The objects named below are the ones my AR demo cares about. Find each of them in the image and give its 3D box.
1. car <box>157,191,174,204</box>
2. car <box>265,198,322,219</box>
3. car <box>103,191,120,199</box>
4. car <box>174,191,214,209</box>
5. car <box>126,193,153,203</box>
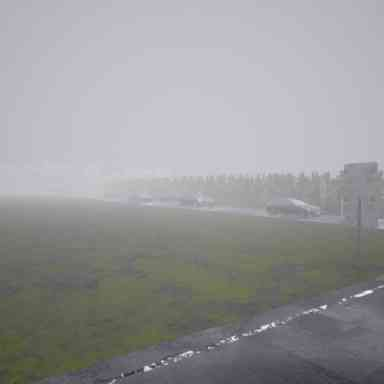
[{"bbox_3d":[-3.045,0.690,46.215,2.097,1.767,4.553,1,1,-36],"label":"car"},{"bbox_3d":[7.821,1.238,26.060,1.812,1.442,4.674,1,1,-36],"label":"car"},{"bbox_3d":[-15.321,0.466,63.273,2.128,1.511,4.902,1,1,-36],"label":"car"},{"bbox_3d":[0.404,0.843,36.372,2.097,1.767,4.553,1,0,-36],"label":"car"},{"bbox_3d":[-7.572,0.796,47.505,2.033,1.411,5.357,1,1,-35],"label":"car"}]
